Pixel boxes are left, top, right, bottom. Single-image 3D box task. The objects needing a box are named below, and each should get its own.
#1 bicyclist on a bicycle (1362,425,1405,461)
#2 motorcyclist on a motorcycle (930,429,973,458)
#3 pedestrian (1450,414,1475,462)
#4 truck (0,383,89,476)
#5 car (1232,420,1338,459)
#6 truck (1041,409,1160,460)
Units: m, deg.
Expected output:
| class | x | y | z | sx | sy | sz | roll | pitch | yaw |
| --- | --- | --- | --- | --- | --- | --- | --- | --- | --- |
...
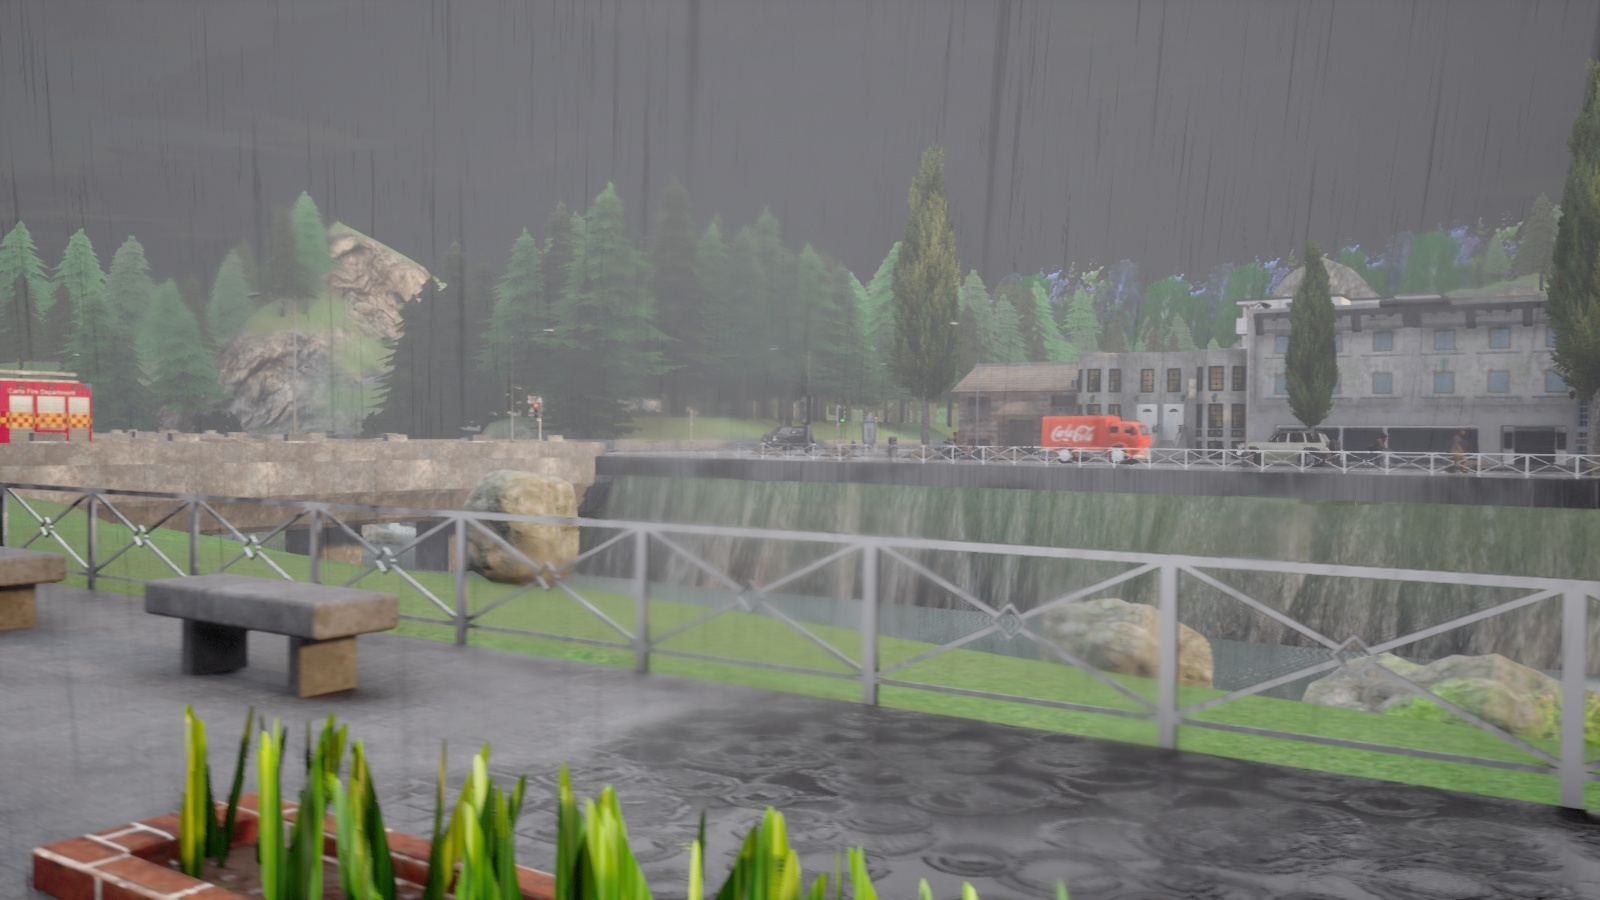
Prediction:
| class | x | y | z | sx | sy | sz | roll | pitch | yaw |
| --- | --- | --- | --- | --- | --- | --- | --- | --- | --- |
| bicyclist on a bicycle | 26.067 | -0.318 | 56.120 | 1.656 | 1.620 | 0.582 | 0 | 1 | 34 |
| motorcyclist on a motorcycle | 8.745 | -0.386 | 72.419 | 2.350 | 1.649 | 0.766 | 0 | 1 | 34 |
| pedestrian | 25.557 | -0.452 | 48.464 | 0.540 | 1.848 | 0.694 | -1 | 1 | -42 |
| truck | -34.529 | -0.829 | 51.950 | 2.891 | 3.827 | 8.468 | 0 | 1 | 34 |
| car | 24.017 | -0.519 | 62.276 | 4.605 | 1.855 | 1.932 | 0 | 1 | 34 |
| truck | 15.154 | -0.757 | 63.356 | 5.204 | 2.467 | 2.627 | 0 | 1 | 34 |
